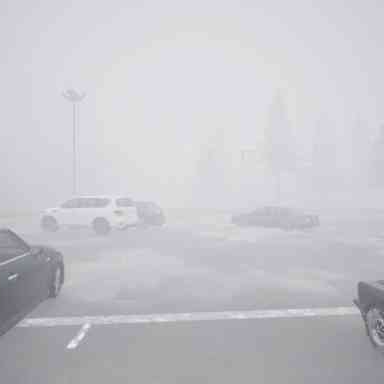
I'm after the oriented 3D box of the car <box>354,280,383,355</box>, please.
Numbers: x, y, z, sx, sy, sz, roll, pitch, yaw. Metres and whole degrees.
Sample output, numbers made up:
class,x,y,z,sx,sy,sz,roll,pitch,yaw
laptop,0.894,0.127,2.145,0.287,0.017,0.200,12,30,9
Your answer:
class,x,y,z,sx,sy,sz,roll,pitch,yaw
car,3.523,1.600,3.125,1.895,1.301,4.718,0,0,-1

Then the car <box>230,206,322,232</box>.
class,x,y,z,sx,sy,sz,roll,pitch,yaw
car,4.928,1.545,20.150,5.357,1.411,2.033,0,0,43

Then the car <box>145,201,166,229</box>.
class,x,y,z,sx,sy,sz,roll,pitch,yaw
car,-4.051,1.349,21.280,4.553,1.767,2.097,0,0,24

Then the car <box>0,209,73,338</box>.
class,x,y,z,sx,sy,sz,roll,pitch,yaw
car,-3.740,1.352,5.499,2.097,1.767,4.553,0,0,-5

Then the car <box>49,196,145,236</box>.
class,x,y,z,sx,sy,sz,roll,pitch,yaw
car,-5.712,1.219,18.331,5.566,2.045,2.150,0,-1,20
